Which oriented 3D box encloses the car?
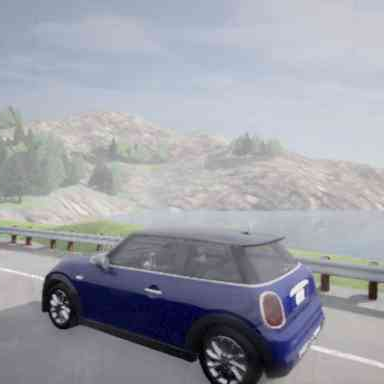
[{"bbox_3d":[-0.395,1.331,5.395,4.553,1.767,2.097,0,0,34],"label":"car"}]
